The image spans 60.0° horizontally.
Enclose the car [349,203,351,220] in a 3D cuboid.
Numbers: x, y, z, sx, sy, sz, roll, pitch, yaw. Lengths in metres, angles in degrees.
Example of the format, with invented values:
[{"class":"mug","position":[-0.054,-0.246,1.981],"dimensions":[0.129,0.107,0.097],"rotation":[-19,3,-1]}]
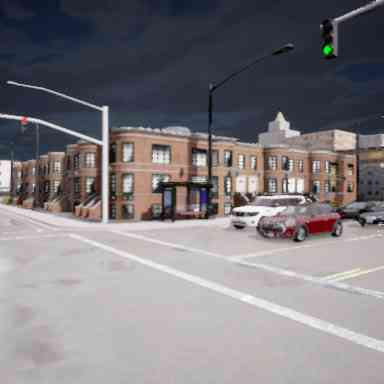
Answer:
[{"class":"car","position":[13.409,1.504,26.447],"dimensions":[5.008,1.535,1.882],"rotation":[0,0,-35]}]

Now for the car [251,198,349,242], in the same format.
[{"class":"car","position":[5.411,1.366,16.438],"dimensions":[4.553,1.767,2.097],"rotation":[0,0,-36]}]

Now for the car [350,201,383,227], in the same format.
[{"class":"car","position":[12.854,1.515,21.756],"dimensions":[4.902,1.511,2.128],"rotation":[0,0,-36]}]

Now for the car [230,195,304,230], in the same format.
[{"class":"car","position":[4.866,1.238,20.361],"dimensions":[5.566,2.045,2.150],"rotation":[0,0,-35]}]
